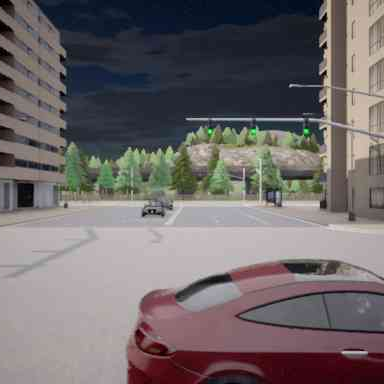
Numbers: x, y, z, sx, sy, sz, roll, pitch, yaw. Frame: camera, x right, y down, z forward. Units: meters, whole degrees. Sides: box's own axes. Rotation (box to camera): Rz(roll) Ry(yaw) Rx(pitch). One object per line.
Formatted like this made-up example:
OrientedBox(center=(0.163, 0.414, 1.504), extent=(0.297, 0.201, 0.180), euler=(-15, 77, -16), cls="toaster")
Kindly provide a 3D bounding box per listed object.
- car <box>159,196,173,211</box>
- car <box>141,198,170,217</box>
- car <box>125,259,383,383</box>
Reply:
OrientedBox(center=(-3.427, 1.351, 41.309), extent=(2.097, 1.767, 4.553), euler=(0, 0, -1), cls="car")
OrientedBox(center=(-3.477, 1.563, 31.043), extent=(1.994, 1.385, 4.181), euler=(0, 0, 0), cls="car")
OrientedBox(center=(1.648, 1.525, 3.654), extent=(4.674, 1.442, 1.812), euler=(0, 0, 1), cls="car")
